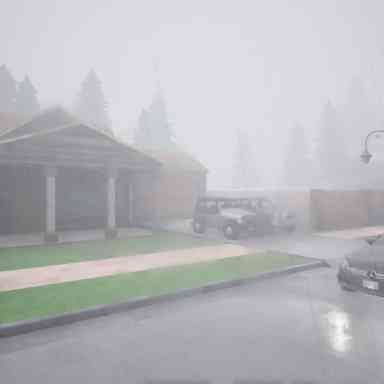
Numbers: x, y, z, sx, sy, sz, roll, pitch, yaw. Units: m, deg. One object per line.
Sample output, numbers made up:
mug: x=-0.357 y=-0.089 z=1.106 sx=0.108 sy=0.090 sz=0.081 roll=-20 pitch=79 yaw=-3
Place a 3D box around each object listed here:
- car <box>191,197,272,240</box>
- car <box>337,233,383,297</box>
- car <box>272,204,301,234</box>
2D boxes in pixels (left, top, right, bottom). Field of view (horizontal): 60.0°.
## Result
car: x=1.596 y=1.176 z=15.971 sx=1.905 sy=1.878 sz=3.866 roll=0 pitch=0 yaw=-36
car: x=5.335 y=1.526 z=7.758 sx=4.674 sy=1.442 sz=1.812 roll=0 pitch=0 yaw=-35
car: x=3.415 y=1.174 z=17.749 sx=1.932 sy=1.855 sz=4.605 roll=0 pitch=0 yaw=-36
